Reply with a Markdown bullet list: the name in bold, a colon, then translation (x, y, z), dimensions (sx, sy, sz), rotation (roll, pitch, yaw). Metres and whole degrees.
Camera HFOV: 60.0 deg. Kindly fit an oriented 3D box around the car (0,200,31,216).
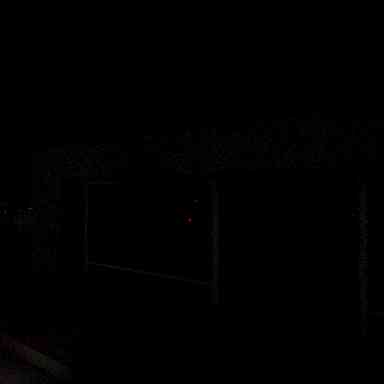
- **car**: translation (-15.243, 1.513, 30.681), dimensions (1.837, 1.490, 4.892), rotation (0, 1, 34)
